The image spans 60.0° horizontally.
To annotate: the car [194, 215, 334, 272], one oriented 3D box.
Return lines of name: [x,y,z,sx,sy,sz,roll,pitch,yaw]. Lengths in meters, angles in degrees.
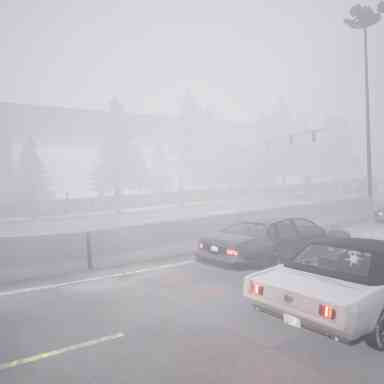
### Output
car: [2.608,1.400,9.938,5.357,1.411,2.033,-3,1,-36]

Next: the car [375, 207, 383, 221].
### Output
car: [10.756,0.868,15.802,5.357,1.411,2.033,-4,2,-36]

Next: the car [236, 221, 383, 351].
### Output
car: [3.243,1.506,6.086,4.718,1.301,1.895,-2,1,-36]

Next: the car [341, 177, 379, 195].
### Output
car: [20.346,-0.782,40.213,5.566,2.045,2.150,-4,2,-36]
